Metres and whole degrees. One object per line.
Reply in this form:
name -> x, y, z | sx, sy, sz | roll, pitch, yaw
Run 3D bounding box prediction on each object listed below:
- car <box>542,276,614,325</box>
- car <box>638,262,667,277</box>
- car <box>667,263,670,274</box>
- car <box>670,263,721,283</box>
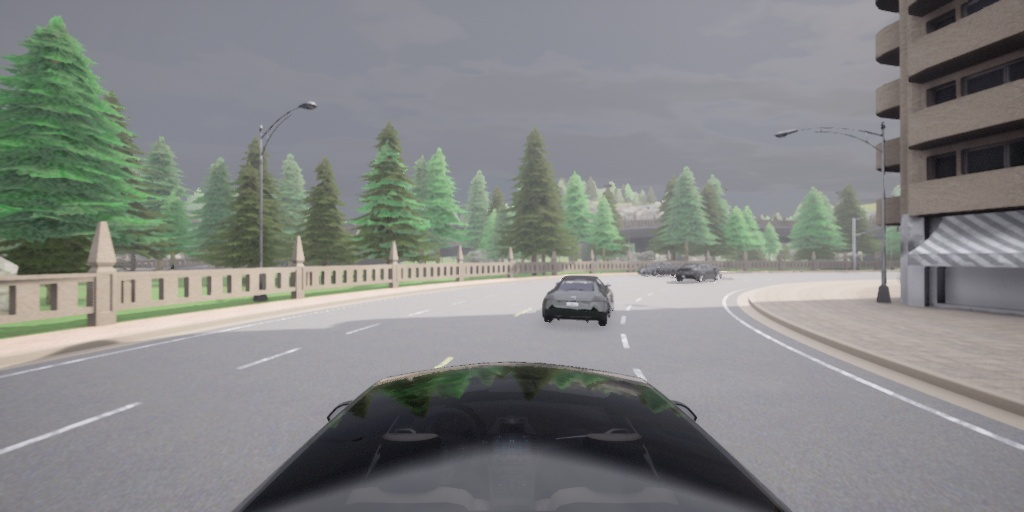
car -> 2.374, 1.364, 12.223 | 1.994, 1.385, 4.181 | 0, 0, 18
car -> 15.627, 1.422, 38.274 | 4.902, 1.511, 2.128 | 0, 0, -28
car -> 18.571, 1.472, 36.058 | 5.357, 1.411, 2.033 | 0, 0, -27
car -> 15.519, 1.397, 29.824 | 4.892, 1.490, 1.837 | 0, -1, -37
